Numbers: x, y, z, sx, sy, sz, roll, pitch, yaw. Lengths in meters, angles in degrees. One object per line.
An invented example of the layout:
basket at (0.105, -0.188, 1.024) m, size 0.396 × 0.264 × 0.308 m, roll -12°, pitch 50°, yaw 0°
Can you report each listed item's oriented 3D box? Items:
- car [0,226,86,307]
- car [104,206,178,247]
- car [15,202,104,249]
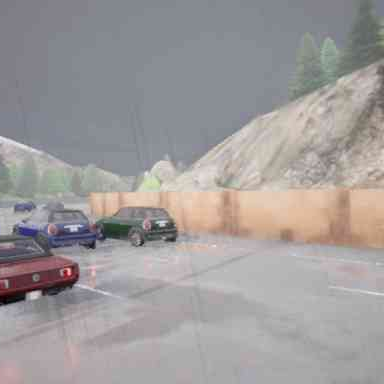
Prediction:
car at (-4.660, 1.678, 7.704) m, size 4.718 × 1.301 × 1.895 m, roll -1°, pitch 0°, yaw 41°
car at (-2.776, 1.464, 15.891) m, size 2.097 × 1.767 × 4.553 m, roll 0°, pitch -1°, yaw -45°
car at (-5.968, 1.476, 14.214) m, size 2.097 × 1.767 × 4.553 m, roll 0°, pitch -1°, yaw -44°
